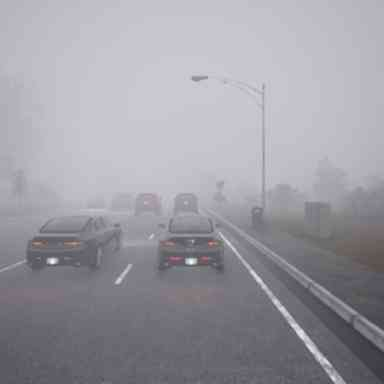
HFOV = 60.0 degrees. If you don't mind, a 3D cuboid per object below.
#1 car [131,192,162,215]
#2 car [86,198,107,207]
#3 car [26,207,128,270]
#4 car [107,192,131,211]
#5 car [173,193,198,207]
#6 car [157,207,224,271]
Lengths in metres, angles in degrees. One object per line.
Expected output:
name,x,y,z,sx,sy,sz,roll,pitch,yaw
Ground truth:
car,-4.106,1.100,31.722,2.150,2.045,5.566,0,0,-2
car,-11.619,1.407,41.016,1.994,1.385,4.181,0,0,-2
car,-3.560,1.465,10.841,1.837,1.490,4.892,0,1,-1
car,-8.062,1.068,39.285,2.150,2.045,5.566,0,1,-2
car,-0.606,1.099,31.766,2.150,2.045,5.566,0,0,-2
car,-0.054,1.464,10.769,1.837,1.490,4.892,0,1,-1
